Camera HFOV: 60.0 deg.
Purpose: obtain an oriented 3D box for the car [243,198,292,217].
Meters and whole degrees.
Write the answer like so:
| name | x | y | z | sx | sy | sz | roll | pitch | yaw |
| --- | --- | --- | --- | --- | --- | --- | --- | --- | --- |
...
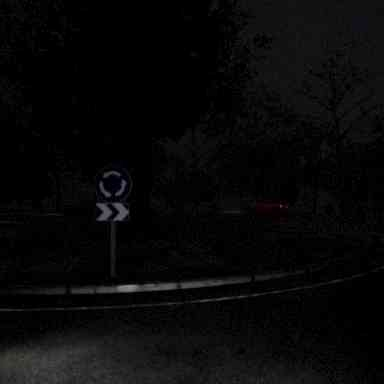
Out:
| name | x | y | z | sx | sy | sz | roll | pitch | yaw |
| --- | --- | --- | --- | --- | --- | --- | --- | --- | --- |
| car | 7.139 | 1.351 | 31.890 | 2.097 | 1.767 | 4.553 | 0 | 0 | -45 |

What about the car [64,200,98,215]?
| name | x | y | z | sx | sy | sz | roll | pitch | yaw |
| --- | --- | --- | --- | --- | --- | --- | --- | --- | --- |
| car | -10.920 | 1.563 | 34.131 | 4.181 | 1.385 | 1.994 | 0 | 0 | -25 |
